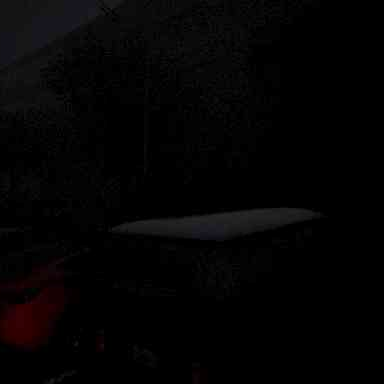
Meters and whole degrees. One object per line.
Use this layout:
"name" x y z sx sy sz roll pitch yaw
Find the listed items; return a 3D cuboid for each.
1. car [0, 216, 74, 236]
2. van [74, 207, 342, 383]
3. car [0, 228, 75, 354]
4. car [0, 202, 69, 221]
"car" -3.816 1.554 8.004 2.097 1.535 5.008 -2 -1 35
"van" 0.824 1.259 4.838 1.878 1.987 4.442 -1 0 36
"car" -1.493 1.537 6.383 2.163 1.488 4.792 -1 -1 35
"car" -6.062 1.363 9.573 2.435 2.045 5.566 -2 -1 35
